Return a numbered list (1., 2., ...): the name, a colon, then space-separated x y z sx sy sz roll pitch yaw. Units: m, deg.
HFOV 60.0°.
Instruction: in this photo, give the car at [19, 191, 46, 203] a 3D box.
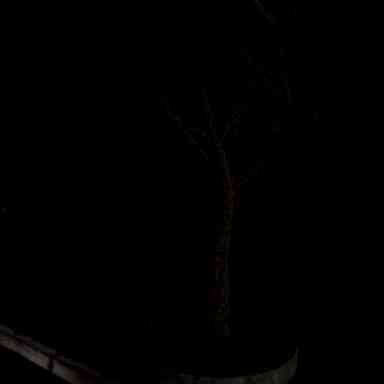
1. car: -19.889 0.919 41.038 2.150 2.045 5.566 1 1 32
